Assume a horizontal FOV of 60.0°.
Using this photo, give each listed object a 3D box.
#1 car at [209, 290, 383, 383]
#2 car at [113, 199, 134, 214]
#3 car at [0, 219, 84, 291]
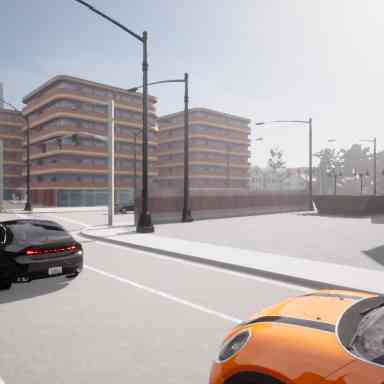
[{"bbox_3d":[2.302,1.352,2.314,4.553,1.767,2.097,0,0,40],"label":"car"},{"bbox_3d":[-6.304,1.491,34.998,4.902,1.511,2.128,0,0,-44],"label":"car"},{"bbox_3d":[-4.708,1.505,9.187,1.837,1.490,4.892,0,0,-43],"label":"car"}]
